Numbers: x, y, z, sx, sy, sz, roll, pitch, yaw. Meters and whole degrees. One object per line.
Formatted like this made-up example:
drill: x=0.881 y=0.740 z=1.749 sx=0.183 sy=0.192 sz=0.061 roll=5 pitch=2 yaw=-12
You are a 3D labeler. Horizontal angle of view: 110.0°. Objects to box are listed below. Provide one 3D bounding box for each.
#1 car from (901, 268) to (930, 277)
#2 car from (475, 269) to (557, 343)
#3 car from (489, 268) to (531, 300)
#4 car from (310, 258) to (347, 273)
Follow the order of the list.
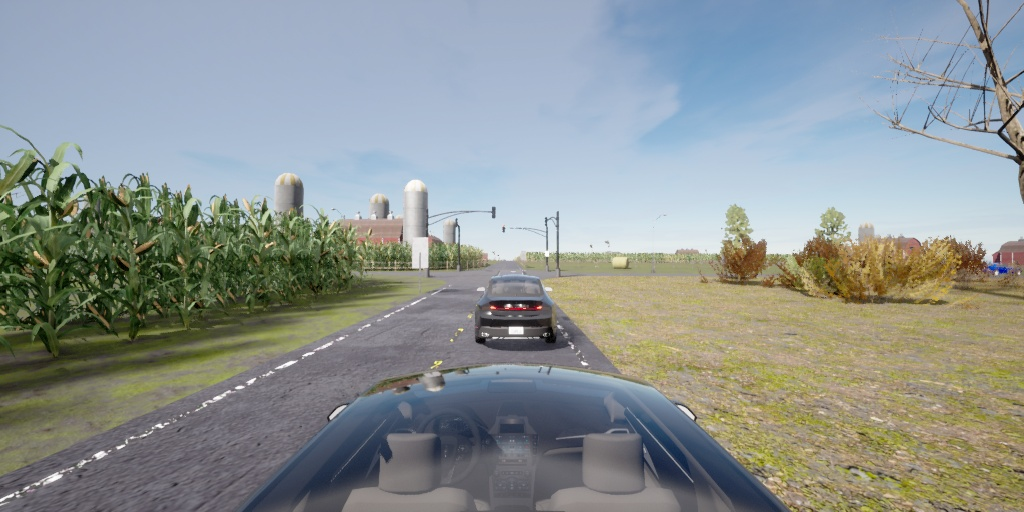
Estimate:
car: x=48.555 y=1.768 z=42.531 sx=4.181 sy=1.385 sz=1.994 roll=1 pitch=-1 yaw=-5
car: x=0.079 y=1.259 z=9.662 sx=1.837 sy=1.490 sz=4.892 roll=0 pitch=0 yaw=0
car: x=0.031 y=1.360 z=18.813 sx=1.895 sy=1.301 sz=4.718 roll=0 pitch=0 yaw=4
car: x=-19.832 y=0.930 z=37.646 sx=4.553 sy=1.767 sz=2.097 roll=0 pitch=-1 yaw=-3
